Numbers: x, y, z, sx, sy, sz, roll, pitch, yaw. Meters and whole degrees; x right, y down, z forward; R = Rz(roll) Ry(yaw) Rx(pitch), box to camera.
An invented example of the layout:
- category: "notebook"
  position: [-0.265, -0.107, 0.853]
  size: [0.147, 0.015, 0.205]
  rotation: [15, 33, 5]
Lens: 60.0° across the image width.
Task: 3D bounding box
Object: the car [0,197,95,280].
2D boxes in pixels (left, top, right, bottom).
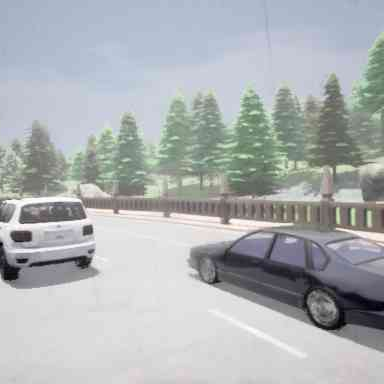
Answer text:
- category: "car"
  position: [-4.835, 1.182, 10.239]
  size: [2.150, 2.045, 5.566]
  rotation: [-2, 1, -37]

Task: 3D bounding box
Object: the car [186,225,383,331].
- category: "car"
  position: [1.982, 1.390, 6.657]
  size: [2.033, 1.411, 5.357]
  rotation: [-2, 1, -33]
